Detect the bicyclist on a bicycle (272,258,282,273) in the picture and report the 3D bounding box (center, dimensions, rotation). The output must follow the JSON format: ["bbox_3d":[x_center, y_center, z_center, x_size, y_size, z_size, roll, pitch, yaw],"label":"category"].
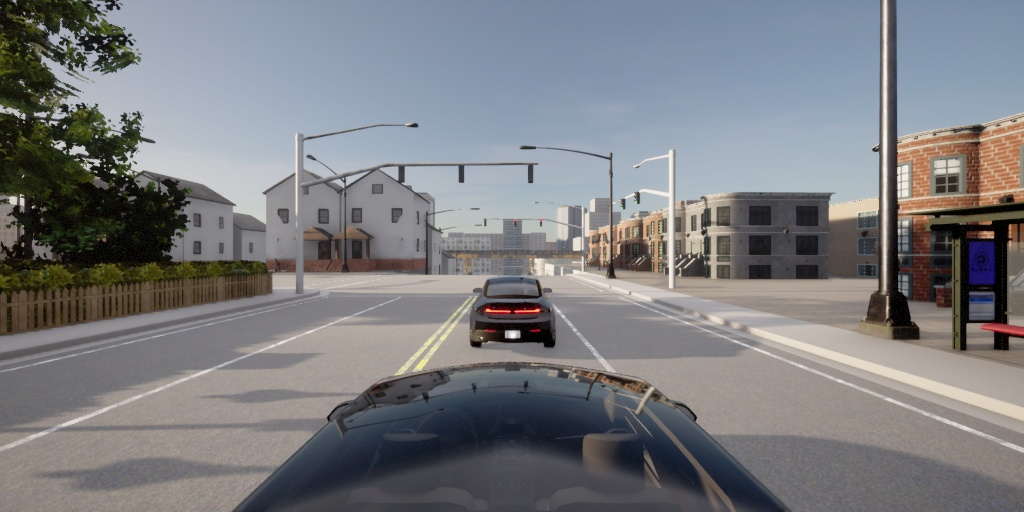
[{"bbox_3d":[-25.503,1.053,38.848,0.582,1.620,1.656,0,0,0],"label":"bicyclist on a bicycle"}]

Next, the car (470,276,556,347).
[{"bbox_3d":[0.015,1.255,9.291,1.837,1.490,4.892,0,0,0],"label":"car"}]
